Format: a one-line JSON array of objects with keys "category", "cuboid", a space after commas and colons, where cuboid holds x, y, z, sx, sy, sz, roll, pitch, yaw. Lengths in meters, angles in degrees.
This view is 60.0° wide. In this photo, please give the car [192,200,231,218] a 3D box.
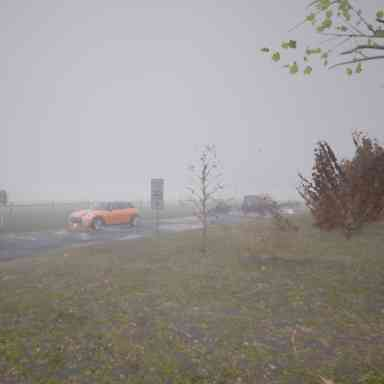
[{"category": "car", "cuboid": [1.904, 1.548, 31.360, 2.128, 1.511, 4.902, 0, 0, 35]}]

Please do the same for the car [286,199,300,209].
[{"category": "car", "cuboid": [14.544, 1.718, 48.961, 1.895, 1.301, 4.718, 0, 0, 36]}]

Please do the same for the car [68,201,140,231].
[{"category": "car", "cuboid": [-5.449, 1.373, 21.027, 2.097, 1.767, 4.553, 0, 0, 36]}]

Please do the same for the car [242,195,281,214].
[{"category": "car", "cuboid": [7.039, 1.308, 33.493, 2.150, 2.045, 5.566, 0, 0, 35]}]
